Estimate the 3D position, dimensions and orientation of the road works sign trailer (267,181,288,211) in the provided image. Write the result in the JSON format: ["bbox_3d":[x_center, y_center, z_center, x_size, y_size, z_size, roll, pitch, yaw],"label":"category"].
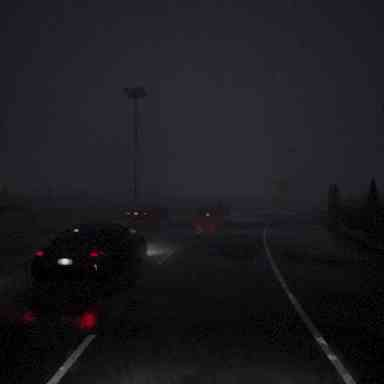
[{"bbox_3d":[10.756,0.454,41.030,2.380,3.560,2.880,0,0,32],"label":"road works sign trailer"}]

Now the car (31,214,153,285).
[{"bbox_3d":[-2.648,1.545,9.496,1.994,1.385,4.181,0,0,6],"label":"car"}]

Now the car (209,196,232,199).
[{"bbox_3d":[5.737,1.445,58.667,2.128,1.511,4.902,0,0,36],"label":"car"}]

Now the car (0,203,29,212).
[{"bbox_3d":[-11.746,1.446,19.834,1.837,1.490,4.892,0,0,13],"label":"car"}]

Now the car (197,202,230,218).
[{"bbox_3d":[2.057,1.576,29.501,1.895,1.301,4.718,0,0,20],"label":"car"}]

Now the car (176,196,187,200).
[{"bbox_3d":[-1.068,1.408,61.283,1.882,1.535,5.008,0,0,35],"label":"car"}]

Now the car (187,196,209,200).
[{"bbox_3d":[1.906,1.433,59.377,2.128,1.511,4.902,0,0,35],"label":"car"}]

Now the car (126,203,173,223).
[{"bbox_3d":[-3.094,1.511,25.043,2.033,1.411,5.357,0,0,16],"label":"car"}]
